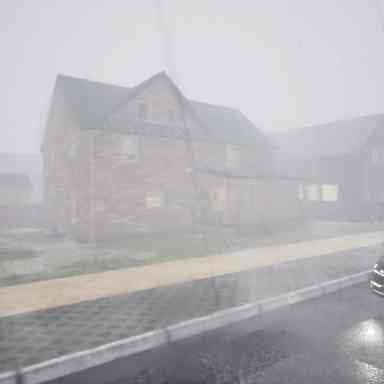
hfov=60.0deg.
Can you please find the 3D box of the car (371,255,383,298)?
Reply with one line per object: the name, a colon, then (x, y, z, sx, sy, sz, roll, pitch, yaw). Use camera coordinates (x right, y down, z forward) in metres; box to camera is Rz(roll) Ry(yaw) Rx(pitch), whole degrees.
car: (5.782, 1.476, 7.226, 4.892, 1.490, 1.837, 0, 0, -36)
